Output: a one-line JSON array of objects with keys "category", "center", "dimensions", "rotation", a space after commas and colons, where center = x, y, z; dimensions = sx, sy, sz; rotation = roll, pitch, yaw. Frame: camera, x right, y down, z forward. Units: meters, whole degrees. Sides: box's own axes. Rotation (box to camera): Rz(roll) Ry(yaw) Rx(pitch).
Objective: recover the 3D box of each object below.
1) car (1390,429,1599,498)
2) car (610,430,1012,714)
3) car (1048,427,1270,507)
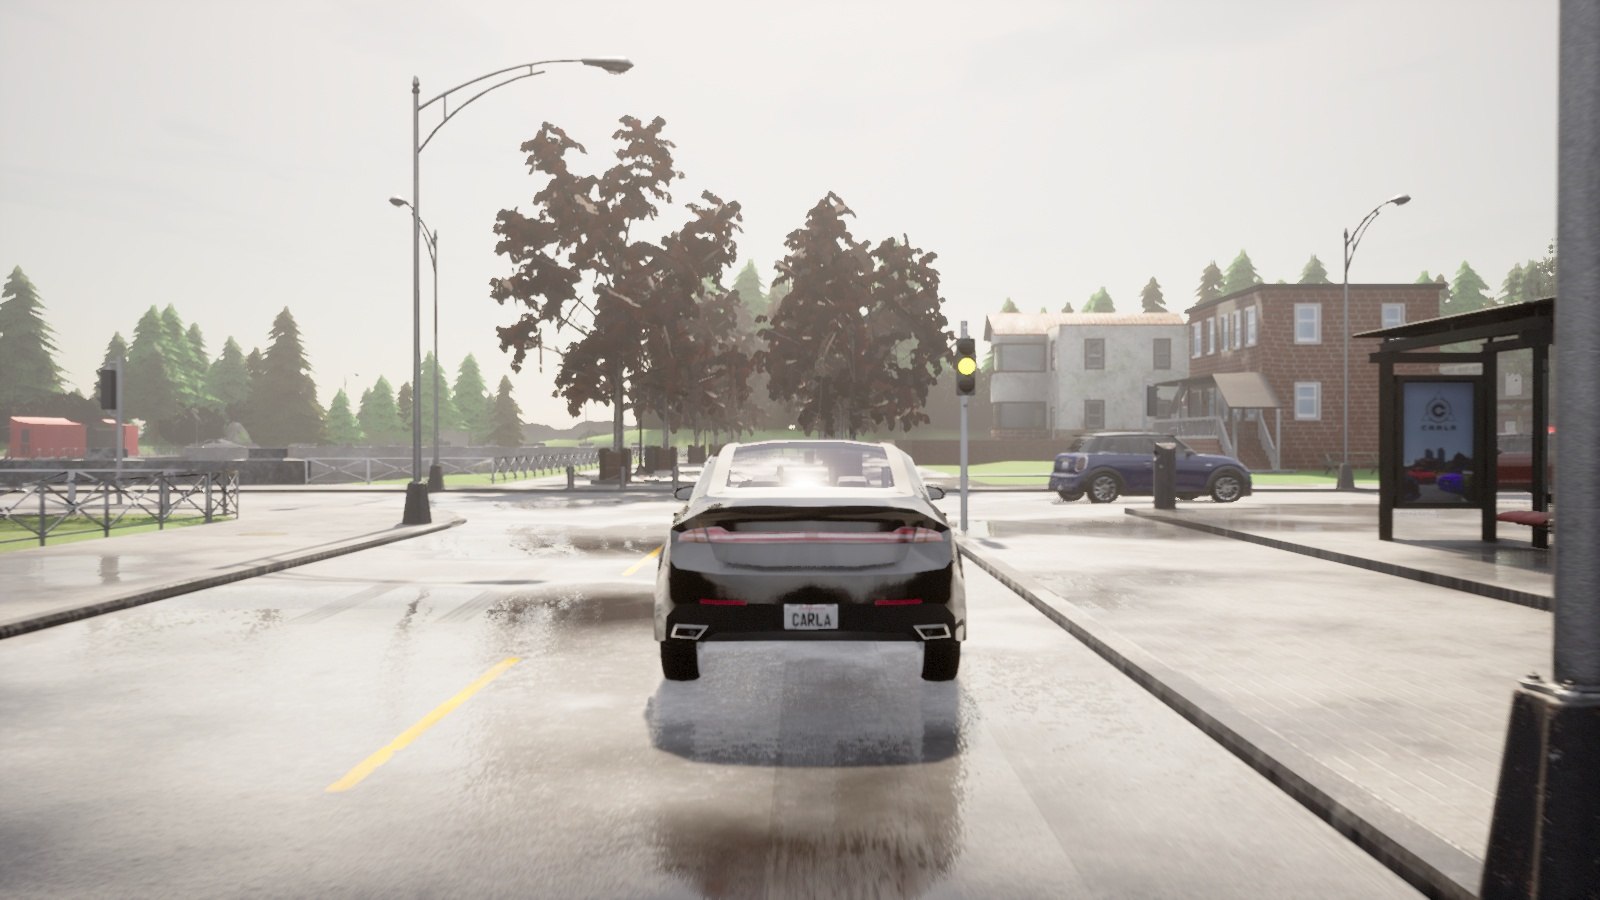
[{"category": "car", "center": [18.491, 0.344, 33.466], "dimensions": [4.553, 1.767, 2.097], "rotation": [0, 0, 1]}, {"category": "car", "center": [0.068, 0.627, 9.121], "dimensions": [2.128, 1.511, 4.902], "rotation": [0, 0, 0]}, {"category": "car", "center": [8.358, 0.369, 29.450], "dimensions": [4.553, 1.767, 2.097], "rotation": [0, 1, -10]}]
